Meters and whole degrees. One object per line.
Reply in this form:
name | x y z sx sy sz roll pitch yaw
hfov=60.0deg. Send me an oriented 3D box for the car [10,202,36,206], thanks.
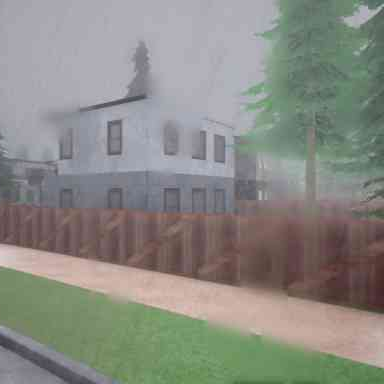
car | -15.351 1.582 29.329 1.895 1.301 4.718 0 0 28
